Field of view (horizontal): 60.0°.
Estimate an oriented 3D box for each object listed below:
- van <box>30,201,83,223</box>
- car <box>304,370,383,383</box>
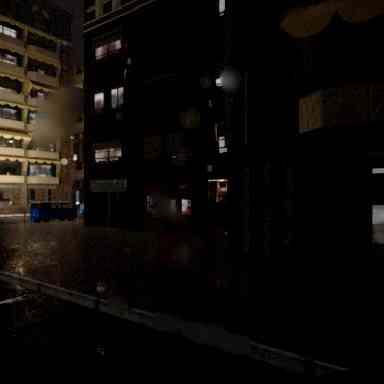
[{"bbox_3d":[-11.897,1.706,28.812,1.690,1.788,3.998,-1,-2,35],"label":"van"},{"bbox_3d":[2.403,1.551,1.163,4.403,1.369,2.008,0,0,35],"label":"car"}]
